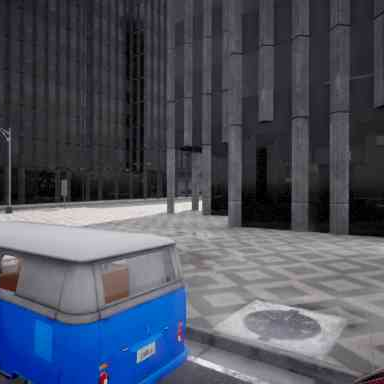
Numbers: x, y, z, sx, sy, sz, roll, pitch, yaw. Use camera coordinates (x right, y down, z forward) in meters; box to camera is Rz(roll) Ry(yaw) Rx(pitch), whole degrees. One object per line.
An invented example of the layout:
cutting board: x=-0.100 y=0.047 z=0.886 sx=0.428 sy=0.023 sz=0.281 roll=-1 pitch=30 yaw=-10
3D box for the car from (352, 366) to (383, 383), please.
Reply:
car: x=2.544 y=1.440 z=1.152 sx=4.097 sy=1.590 sz=1.967 roll=0 pitch=0 yaw=35

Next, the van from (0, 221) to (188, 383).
van: x=-1.957 y=1.342 z=4.355 sx=3.998 sy=1.788 sz=1.690 roll=0 pitch=0 yaw=35
